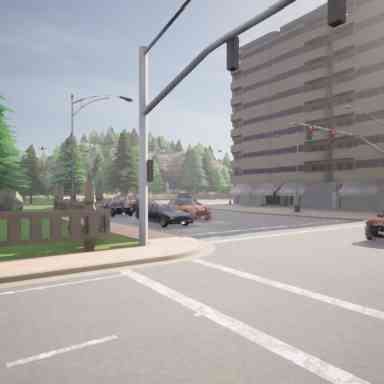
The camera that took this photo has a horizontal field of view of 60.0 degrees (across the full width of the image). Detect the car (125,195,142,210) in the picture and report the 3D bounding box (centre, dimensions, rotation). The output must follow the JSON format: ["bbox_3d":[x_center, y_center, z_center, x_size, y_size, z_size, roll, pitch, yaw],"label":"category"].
[{"bbox_3d":[-7.609,1.297,43.701,2.097,1.767,4.553,0,0,-8],"label":"car"}]

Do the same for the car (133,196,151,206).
[{"bbox_3d":[-8.108,1.449,54.292,1.837,1.490,4.892,0,0,6],"label":"car"}]

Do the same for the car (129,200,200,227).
[{"bbox_3d":[-2.023,1.492,22.453,2.033,1.411,5.357,0,0,-34],"label":"car"}]

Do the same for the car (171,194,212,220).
[{"bbox_3d":[-0.378,1.297,26.457,2.097,1.767,4.553,0,0,-32],"label":"car"}]

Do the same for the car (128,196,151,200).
[{"bbox_3d":[-4.855,1.422,34.380,1.882,1.535,5.008,0,0,-22],"label":"car"}]

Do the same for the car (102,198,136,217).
[{"bbox_3d":[-6.910,1.545,30.707,1.895,1.301,4.718,0,0,-27],"label":"car"}]

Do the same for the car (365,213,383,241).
[{"bbox_3d":[9.949,1.451,15.400,5.008,1.535,1.882,0,0,-36],"label":"car"}]
